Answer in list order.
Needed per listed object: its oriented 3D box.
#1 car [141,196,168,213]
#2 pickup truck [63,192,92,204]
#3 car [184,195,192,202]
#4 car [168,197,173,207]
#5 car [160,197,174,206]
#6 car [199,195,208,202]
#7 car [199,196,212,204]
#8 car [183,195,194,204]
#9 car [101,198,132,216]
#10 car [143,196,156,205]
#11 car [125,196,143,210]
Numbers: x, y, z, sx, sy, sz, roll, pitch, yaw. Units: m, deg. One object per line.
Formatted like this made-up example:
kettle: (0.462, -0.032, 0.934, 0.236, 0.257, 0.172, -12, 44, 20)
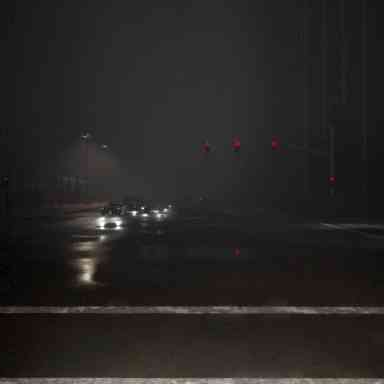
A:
car: (-4.165, 1.526, 37.248, 1.812, 1.442, 4.674, 0, 0, 1)
pickup truck: (-20.918, 1.059, 60.092, 2.390, 2.098, 6.274, 0, 0, 30)
car: (-0.947, 1.478, 75.459, 1.882, 1.535, 5.008, 0, 0, -1)
car: (-4.253, 1.491, 47.281, 2.128, 1.511, 4.902, 0, 0, 0)
car: (-4.338, 1.547, 57.933, 2.033, 1.411, 5.357, 0, 0, 0)
car: (2.555, 1.524, 75.254, 1.812, 1.442, 4.674, 0, 0, -1)
car: (2.767, 1.491, 63.794, 2.128, 1.511, 4.902, 0, 0, -1)
car: (-0.749, 1.352, 65.456, 2.097, 1.767, 4.553, 0, 0, -1)
car: (-7.612, 1.601, 33.110, 1.895, 1.301, 4.718, 0, 0, -1)
car: (-7.867, 1.477, 61.682, 1.882, 1.535, 5.008, 0, 0, 0)
car: (-7.706, 1.352, 41.884, 2.097, 1.767, 4.553, 0, 0, 0)
